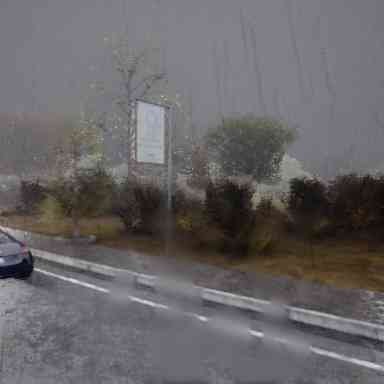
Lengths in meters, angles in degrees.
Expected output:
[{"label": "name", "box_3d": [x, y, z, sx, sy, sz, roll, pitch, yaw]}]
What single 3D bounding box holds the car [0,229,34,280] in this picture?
[{"label": "car", "box_3d": [-6.011, 1.563, 8.914, 4.181, 1.385, 1.994, 0, 0, 40]}]
